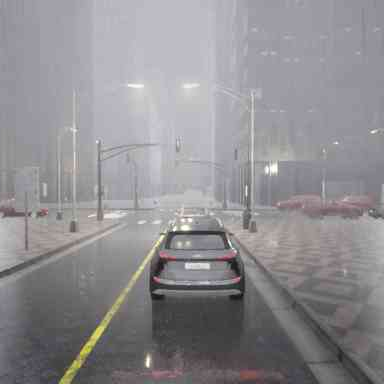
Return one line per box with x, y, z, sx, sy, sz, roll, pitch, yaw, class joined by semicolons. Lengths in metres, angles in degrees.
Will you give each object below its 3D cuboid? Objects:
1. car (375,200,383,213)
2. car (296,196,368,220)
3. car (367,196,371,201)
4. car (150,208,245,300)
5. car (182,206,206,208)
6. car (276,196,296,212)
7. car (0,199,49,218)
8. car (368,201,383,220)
23.436;1.634;37.692;4.313;1.339;1.947;0;1;0;car
12.156;1.463;29.145;5.009;1.841;2.192;0;1;0;car
17.795;1.353;37.680;5.009;1.841;2.192;0;1;0;car
0.118;1.428;8.364;2.033;1.649;4.856;0;0;0;car
0.116;1.507;17.451;1.837;1.490;4.892;0;0;0;car
12.151;1.325;37.669;5.009;1.841;2.192;0;1;0;car
-14.885;1.567;29.099;4.507;1.381;1.887;0;1;0;car
17.799;1.742;29.159;4.313;1.339;1.947;0;1;0;car
